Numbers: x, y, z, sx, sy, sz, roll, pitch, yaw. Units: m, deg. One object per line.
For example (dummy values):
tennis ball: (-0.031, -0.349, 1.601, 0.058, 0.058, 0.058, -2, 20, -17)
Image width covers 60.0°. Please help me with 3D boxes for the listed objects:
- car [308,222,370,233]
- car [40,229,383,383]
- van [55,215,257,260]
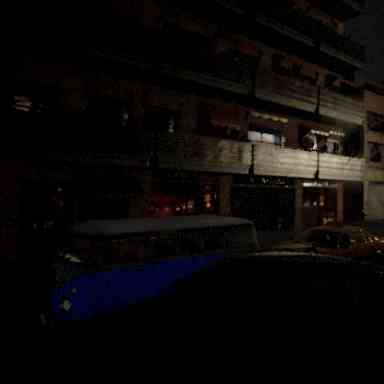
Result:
car: (3.848, 1.547, 9.359, 4.829, 1.417, 1.752, 0, 1, -36)
car: (0.925, 1.491, 3.940, 5.008, 1.535, 1.882, 0, 0, -36)
van: (-0.526, 1.369, 6.193, 3.998, 1.788, 1.690, 0, 1, -36)
